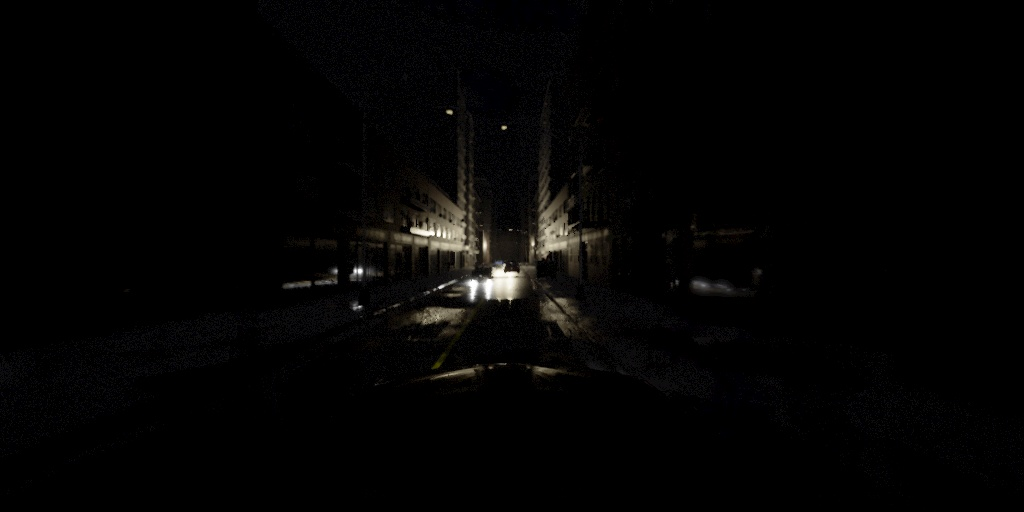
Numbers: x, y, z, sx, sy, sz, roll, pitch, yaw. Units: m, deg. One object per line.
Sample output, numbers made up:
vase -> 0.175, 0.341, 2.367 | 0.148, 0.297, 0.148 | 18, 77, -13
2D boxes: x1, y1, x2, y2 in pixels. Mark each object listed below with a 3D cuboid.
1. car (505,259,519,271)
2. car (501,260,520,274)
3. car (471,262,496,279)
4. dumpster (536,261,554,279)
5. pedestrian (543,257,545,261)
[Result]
car -> -0.012, 1.374, 55.842 | 2.097, 1.767, 4.553 | 0, 0, 0
car -> 0.022, 1.532, 46.478 | 1.994, 1.385, 4.181 | 0, 0, 2
car -> -2.851, 1.508, 34.981 | 1.895, 1.301, 4.718 | 0, 0, 0
dumpster -> 3.003, 1.292, 32.782 | 1.020, 1.700, 1.940 | 0, 0, 0
pedestrian -> 3.002, 1.043, 33.784 | 0.375, 1.860, 0.375 | 0, 0, -14
